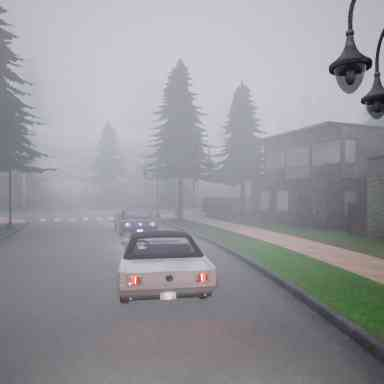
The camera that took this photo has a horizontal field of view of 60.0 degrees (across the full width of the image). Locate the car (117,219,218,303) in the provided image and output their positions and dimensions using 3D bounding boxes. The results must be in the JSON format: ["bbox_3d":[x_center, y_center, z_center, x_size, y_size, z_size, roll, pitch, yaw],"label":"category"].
[{"bbox_3d":[-0.809,1.601,8.239,1.895,1.301,4.718,0,0,-10],"label":"car"}]

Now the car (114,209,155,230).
[{"bbox_3d":[-3.203,1.601,18.288,1.895,1.301,4.718,0,0,-18],"label":"car"}]
